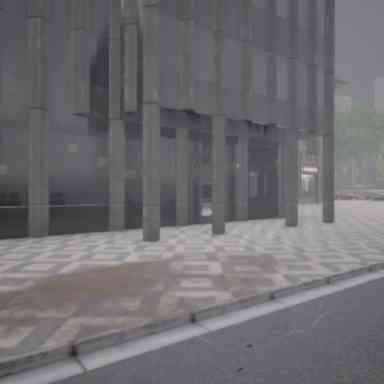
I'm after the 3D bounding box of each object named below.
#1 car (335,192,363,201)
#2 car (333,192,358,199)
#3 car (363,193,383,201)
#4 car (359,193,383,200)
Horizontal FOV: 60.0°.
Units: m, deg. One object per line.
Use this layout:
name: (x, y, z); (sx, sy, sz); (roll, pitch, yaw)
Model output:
car: (27.218, 0.813, 57.741); (1.887, 1.381, 4.507); (1, 0, -35)
car: (30.971, 0.753, 67.186); (1.947, 1.339, 4.313); (1, 0, -35)
car: (30.412, 0.919, 53.234); (1.947, 1.339, 4.313); (1, 0, -35)
car: (34.166, 0.838, 62.680); (1.947, 1.339, 4.313); (1, 0, -35)
